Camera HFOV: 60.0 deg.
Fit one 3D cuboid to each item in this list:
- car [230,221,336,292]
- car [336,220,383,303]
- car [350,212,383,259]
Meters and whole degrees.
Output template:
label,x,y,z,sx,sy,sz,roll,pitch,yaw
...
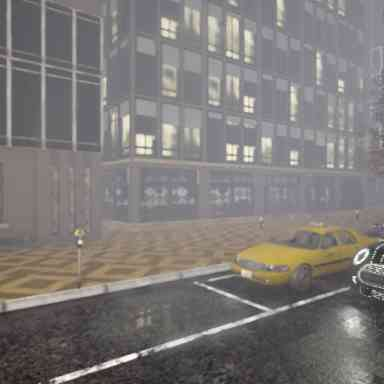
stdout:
label,x,y,z,sx,sy,sz,roll,pitch,yaw
car,3.179,1.493,8.821,4.829,1.417,1.752,0,0,-35
car,5.456,1.316,7.267,4.553,1.767,2.097,0,0,-35
car,7.953,1.493,12.225,4.403,1.369,2.008,0,0,-35
